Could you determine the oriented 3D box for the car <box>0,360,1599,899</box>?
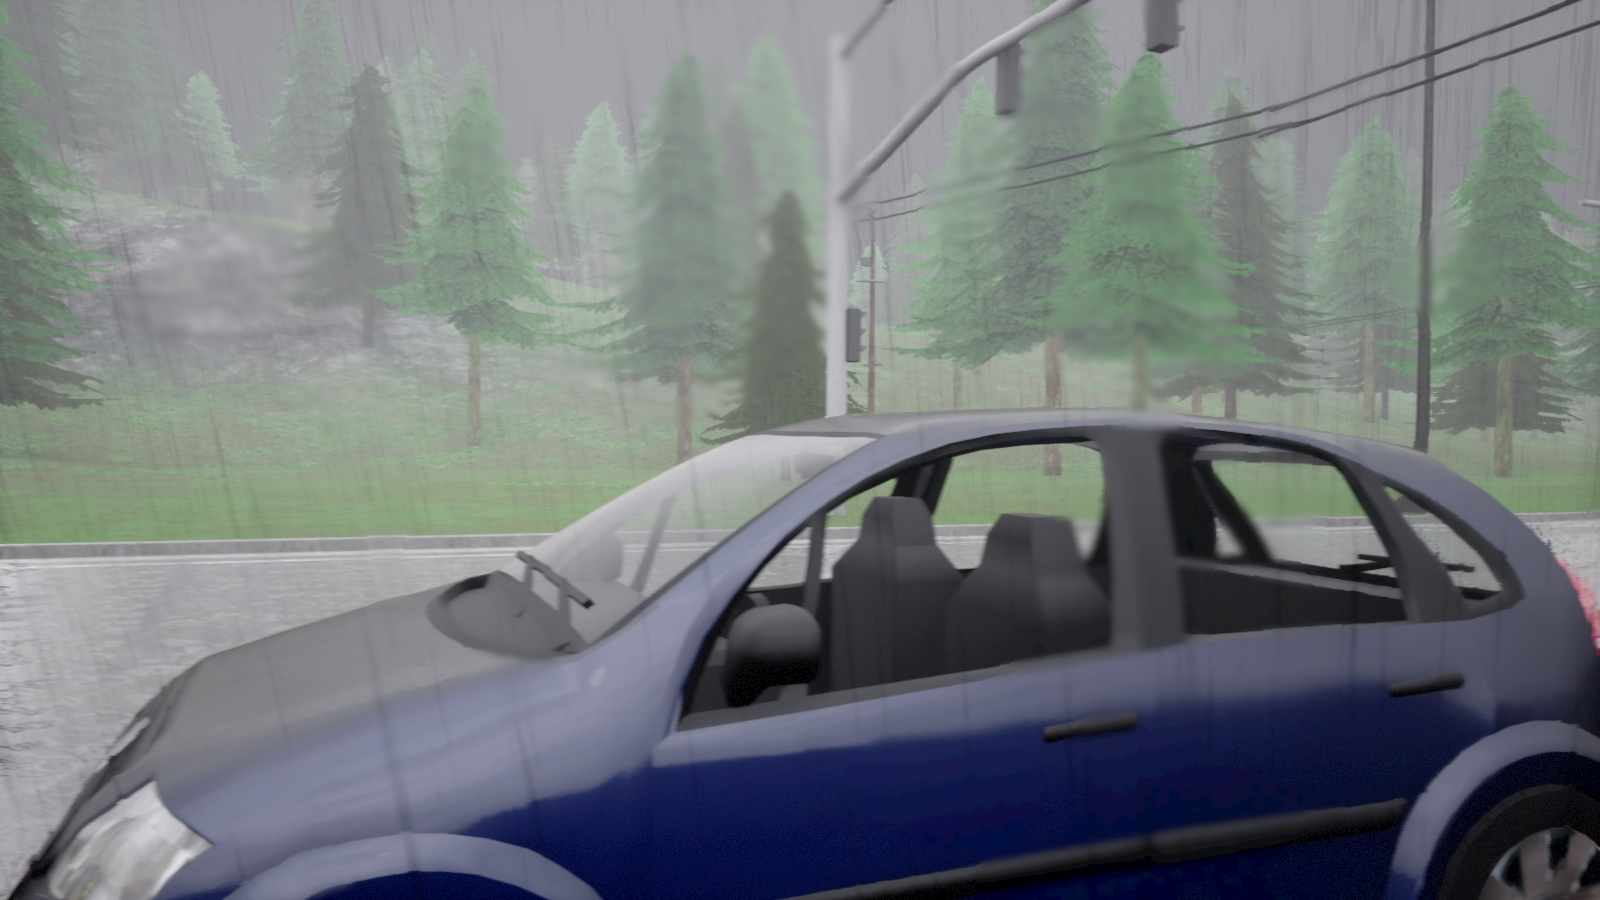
[{"bbox_3d":[0.222,0.638,3.348,3.988,1.617,1.851,-1,1,-21],"label":"car"}]
